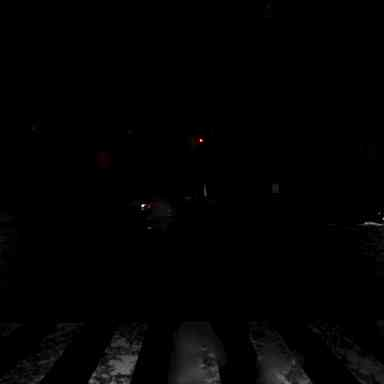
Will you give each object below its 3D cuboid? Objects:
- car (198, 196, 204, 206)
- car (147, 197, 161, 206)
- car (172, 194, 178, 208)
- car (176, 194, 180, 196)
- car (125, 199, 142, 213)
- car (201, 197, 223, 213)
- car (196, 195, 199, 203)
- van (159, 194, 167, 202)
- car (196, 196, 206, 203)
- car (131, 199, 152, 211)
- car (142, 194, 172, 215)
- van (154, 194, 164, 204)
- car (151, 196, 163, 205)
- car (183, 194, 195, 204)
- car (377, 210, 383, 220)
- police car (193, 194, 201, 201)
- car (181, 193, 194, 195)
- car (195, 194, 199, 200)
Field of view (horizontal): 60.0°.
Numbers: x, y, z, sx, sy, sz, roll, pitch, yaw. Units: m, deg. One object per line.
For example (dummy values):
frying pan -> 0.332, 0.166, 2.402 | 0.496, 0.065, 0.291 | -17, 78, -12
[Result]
car -> 2.253, 1.554, 47.223 | 1.887, 1.381, 4.507 | 0, 0, -1
car -> -6.390, 1.579, 55.784 | 1.947, 1.339, 4.313 | 0, 0, -1
car -> -3.630, 1.500, 48.800 | 2.128, 1.511, 4.902 | 0, 0, -1
car -> -3.800, 1.621, 67.177 | 1.895, 1.301, 4.718 | 0, 0, 0
car -> -6.122, 1.556, 36.222 | 2.008, 1.369, 4.403 | 0, 0, -1
car -> 2.402, 1.556, 36.335 | 2.008, 1.369, 4.403 | 0, 0, -1
car -> 2.179, 1.562, 52.667 | 2.008, 1.369, 4.403 | 0, 0, -1
van -> -6.687, 1.369, 77.435 | 1.690, 1.788, 3.998 | 0, 0, -1
car -> 1.899, 1.590, 73.116 | 1.947, 1.339, 4.313 | 0, 0, -1
car -> -6.191, 1.558, 41.214 | 2.008, 1.369, 4.403 | 0, 0, -1
car -> -3.428, 1.357, 33.786 | 2.097, 1.767, 4.553 | 0, 0, -1
van -> -6.538, 1.361, 66.609 | 1.690, 1.788, 3.998 | 0, 0, -1
car -> -6.462, 1.541, 61.027 | 1.752, 1.417, 4.829 | 0, 0, -1
car -> -0.660, 1.620, 65.599 | 1.895, 1.301, 4.718 | 0, 0, -1
car -> 14.725, 1.249, 20.978 | 5.357, 1.411, 2.033 | -1, 0, -1
police car -> 1.267, 1.464, 90.513 | 1.930, 1.638, 5.238 | 0, 0, -1
car -> -0.891, 1.550, 75.527 | 2.128, 1.511, 4.902 | 0, 0, -1
car -> 2.043, 1.567, 62.538 | 2.008, 1.369, 4.403 | 0, 0, -1
